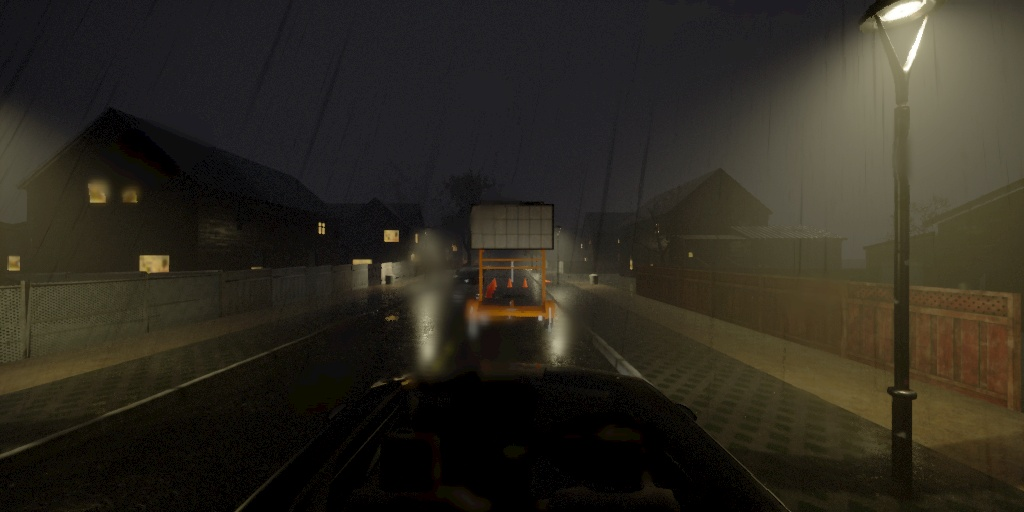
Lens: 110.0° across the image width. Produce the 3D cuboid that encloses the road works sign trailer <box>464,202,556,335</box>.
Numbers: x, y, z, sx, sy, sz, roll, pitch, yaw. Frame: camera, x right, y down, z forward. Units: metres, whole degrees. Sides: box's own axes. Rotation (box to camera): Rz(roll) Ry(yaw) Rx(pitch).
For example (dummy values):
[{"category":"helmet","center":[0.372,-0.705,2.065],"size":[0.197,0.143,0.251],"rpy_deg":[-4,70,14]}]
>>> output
[{"category":"road works sign trailer","center":[0.012,0.220,10.535],"size":[2.380,3.560,2.880],"rpy_deg":[0,0,0]}]

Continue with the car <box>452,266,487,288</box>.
[{"category":"car","center":[-2.722,1.356,23.883],"size":[1.994,1.385,4.181],"rpy_deg":[0,0,0]}]
